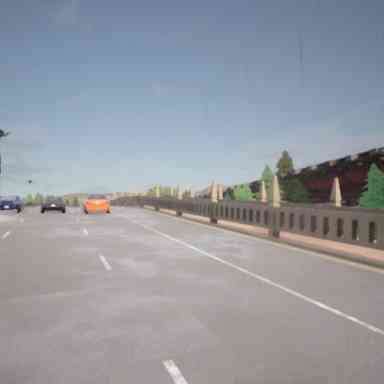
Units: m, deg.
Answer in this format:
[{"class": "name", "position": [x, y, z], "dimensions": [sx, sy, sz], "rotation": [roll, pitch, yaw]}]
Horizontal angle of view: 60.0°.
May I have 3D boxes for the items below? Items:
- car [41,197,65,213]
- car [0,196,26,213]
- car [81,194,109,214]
[{"class": "car", "position": [-12.753, 1.120, 30.630], "dimensions": [1.994, 1.385, 4.181], "rotation": [1, 0, -22]}, {"class": "car", "position": [-16.098, 1.039, 29.566], "dimensions": [1.812, 1.442, 4.674], "rotation": [1, 0, -22]}, {"class": "car", "position": [-8.888, 0.969, 30.415], "dimensions": [2.097, 1.767, 4.553], "rotation": [1, 1, -22]}]
